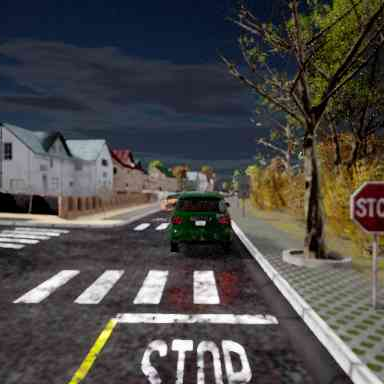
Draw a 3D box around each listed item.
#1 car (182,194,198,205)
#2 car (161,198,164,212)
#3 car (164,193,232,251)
[{"bbox_3d":[-0.252,1.016,47.721,1.812,1.442,4.674,0,0,6],"label":"car"},{"bbox_3d":[-1.631,0.966,31.641,2.097,1.767,4.553,0,1,4],"label":"car"},{"bbox_3d":[0.370,1.049,13.322,2.150,2.045,5.566,0,1,2],"label":"car"}]
